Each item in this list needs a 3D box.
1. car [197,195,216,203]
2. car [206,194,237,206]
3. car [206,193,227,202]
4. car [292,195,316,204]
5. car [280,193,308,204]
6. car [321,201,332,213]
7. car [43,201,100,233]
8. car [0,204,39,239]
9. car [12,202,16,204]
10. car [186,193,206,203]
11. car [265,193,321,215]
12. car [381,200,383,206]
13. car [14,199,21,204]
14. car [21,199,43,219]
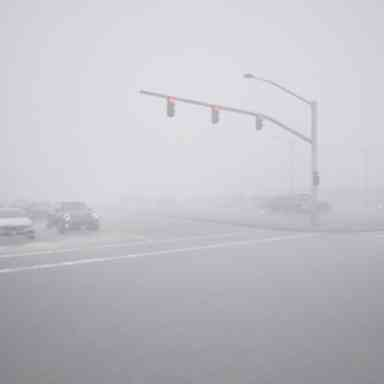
[{"bbox_3d":[2.849,1.380,67.362,1.784,1.438,3.905,0,0,-35],"label":"car"},{"bbox_3d":[4.398,1.408,50.022,1.970,1.475,3.806,0,0,-35],"label":"car"},{"bbox_3d":[5.020,1.170,68.941,1.932,1.855,4.605,0,0,-35],"label":"car"},{"bbox_3d":[20.608,1.383,61.381,1.784,1.438,3.905,0,0,-35],"label":"car"},{"bbox_3d":[18.197,1.172,59.775,1.932,1.855,4.605,0,0,-35],"label":"car"},{"bbox_3d":[12.186,1.167,34.155,1.905,1.878,3.866,0,0,-35],"label":"car"},{"bbox_3d":[-7.167,1.355,19.880,2.097,1.767,4.553,0,0,-35],"label":"car"},{"bbox_3d":[-9.176,1.527,16.693,1.812,1.442,4.674,0,0,-34],"label":"car"},{"bbox_3d":[-14.236,1.566,23.840,1.994,1.385,4.181,0,0,-35],"label":"car"},{"bbox_3d":[0.476,1.411,65.705,1.970,1.475,3.806,0,0,-35],"label":"car"},{"bbox_3d":[9.783,1.163,32.541,1.932,1.855,4.605,0,0,-35],"label":"car"},{"bbox_3d":[28.250,1.174,45.426,1.905,1.878,3.866,0,0,-35],"label":"car"},{"bbox_3d":[-18.065,1.529,35.372,1.812,1.442,4.674,0,0,-35],"label":"car"},{"bbox_3d":[-12.426,1.481,27.349,1.882,1.535,5.008,0,0,-35],"label":"car"}]
